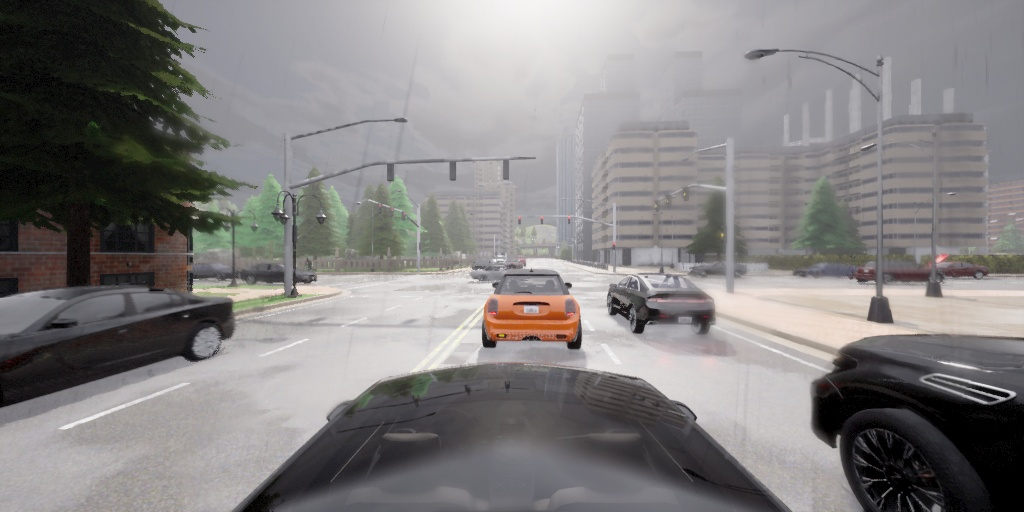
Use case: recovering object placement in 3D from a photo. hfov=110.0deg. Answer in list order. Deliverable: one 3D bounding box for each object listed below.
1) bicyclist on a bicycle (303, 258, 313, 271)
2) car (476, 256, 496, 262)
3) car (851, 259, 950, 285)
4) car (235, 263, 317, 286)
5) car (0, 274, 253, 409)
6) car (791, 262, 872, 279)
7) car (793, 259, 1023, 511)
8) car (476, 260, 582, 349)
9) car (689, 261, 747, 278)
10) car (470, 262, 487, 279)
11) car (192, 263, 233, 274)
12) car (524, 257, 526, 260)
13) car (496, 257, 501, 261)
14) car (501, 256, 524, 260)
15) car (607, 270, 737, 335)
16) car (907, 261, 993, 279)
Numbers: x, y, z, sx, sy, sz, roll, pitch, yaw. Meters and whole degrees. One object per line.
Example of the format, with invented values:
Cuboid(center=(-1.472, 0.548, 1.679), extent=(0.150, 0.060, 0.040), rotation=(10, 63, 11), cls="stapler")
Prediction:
Cuboid(center=(-22.760, 1.051, 40.035), extent=(0.582, 1.620, 1.656), rotation=(0, 0, 4), cls="bicyclist on a bicycle")
Cuboid(center=(-3.761, 1.102, 45.866), extent=(2.097, 1.767, 4.553), rotation=(0, 0, 6), cls="car")
Cuboid(center=(27.363, 1.102, 25.413), extent=(4.553, 1.767, 2.097), rotation=(0, 0, 4), cls="car")
Cuboid(center=(-16.195, 1.252, 25.044), extent=(4.892, 1.490, 1.837), rotation=(1, 0, 4), cls="car")
Cuboid(center=(-6.853, 1.227, 5.481), extent=(1.882, 1.535, 5.008), rotation=(0, 0, 3), cls="car")
Cuboid(center=(28.849, 1.297, 32.526), extent=(5.357, 1.411, 2.033), rotation=(0, 0, 4), cls="car")
Cuboid(center=(3.708, 0.971, 0.741), extent=(2.150, 2.045, 5.566), rotation=(0, 0, 0), cls="car")
Cuboid(center=(0.517, 1.102, 9.350), extent=(2.097, 1.767, 4.553), rotation=(0, 0, 3), cls="car")
Cuboid(center=(19.001, 1.241, 33.236), extent=(4.902, 1.511, 2.128), rotation=(0, 0, 4), cls="car")
Cuboid(center=(-0.731, 1.351, 27.436), extent=(4.718, 1.301, 1.895), rotation=(0, 0, 4), cls="car")
Cuboid(center=(-24.368, 1.297, 29.149), extent=(5.357, 1.411, 2.033), rotation=(0, 0, 4), cls="car")
Cuboid(center=(0.779, 1.314, 58.634), extent=(1.994, 1.385, 4.181), rotation=(0, 0, 5), cls="car")
Cuboid(center=(-3.026, 1.241, 54.785), extent=(2.128, 1.511, 4.902), rotation=(0, 0, 4), cls="car")
Cuboid(center=(0.134, 1.102, 50.038), extent=(2.097, 1.767, 4.553), rotation=(0, 0, 4), cls="car")
Cuboid(center=(4.092, 1.241, 10.578), extent=(2.128, 1.511, 4.902), rotation=(0, 0, 4), cls="car")
Cuboid(center=(38.752, 1.228, 31.805), extent=(5.008, 1.535, 1.882), rotation=(0, 0, 4), cls="car")
